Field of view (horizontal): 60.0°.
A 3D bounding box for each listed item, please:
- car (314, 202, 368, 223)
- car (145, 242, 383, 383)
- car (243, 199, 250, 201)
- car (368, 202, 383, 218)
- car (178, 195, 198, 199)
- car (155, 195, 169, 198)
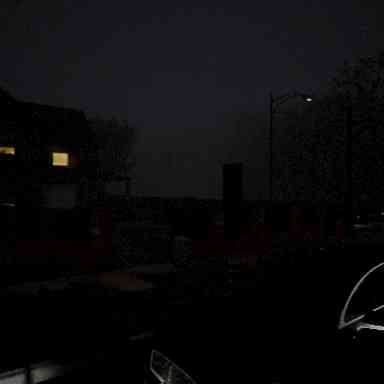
[{"bbox_3d":[10.324,1.472,25.232,1.812,1.442,4.674,0,0,-36],"label":"car"},{"bbox_3d":[1.754,1.505,4.325,4.892,1.490,1.837,0,0,-36],"label":"car"},{"bbox_3d":[5.009,1.437,32.629,1.812,1.442,4.674,0,0,-36],"label":"car"},{"bbox_3d":[14.996,1.550,30.212,1.895,1.301,4.718,0,0,-36],"label":"car"},{"bbox_3d":[-0.210,1.227,39.887,2.097,1.767,4.553,0,0,-36],"label":"car"},{"bbox_3d":[-5.698,1.295,59.008,2.128,1.511,4.902,0,0,-36],"label":"car"}]
